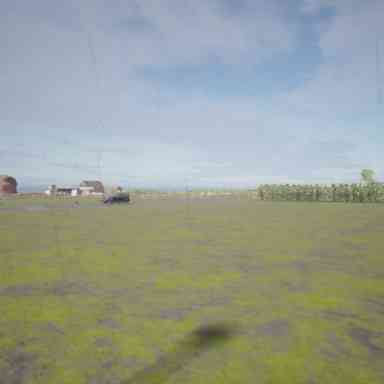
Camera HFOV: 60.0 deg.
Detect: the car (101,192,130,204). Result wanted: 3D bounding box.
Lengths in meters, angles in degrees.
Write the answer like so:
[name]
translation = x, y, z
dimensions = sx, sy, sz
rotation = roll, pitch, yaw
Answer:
[car]
translation = -13.446, 1.094, 58.922
dimensions = 2.150, 2.045, 5.566
rotation = 1, 1, 34
